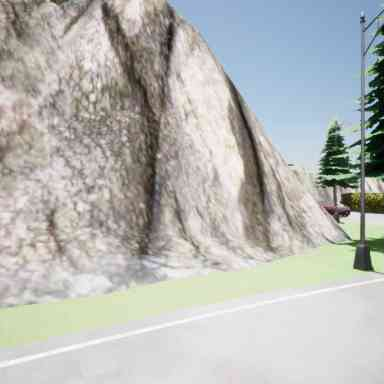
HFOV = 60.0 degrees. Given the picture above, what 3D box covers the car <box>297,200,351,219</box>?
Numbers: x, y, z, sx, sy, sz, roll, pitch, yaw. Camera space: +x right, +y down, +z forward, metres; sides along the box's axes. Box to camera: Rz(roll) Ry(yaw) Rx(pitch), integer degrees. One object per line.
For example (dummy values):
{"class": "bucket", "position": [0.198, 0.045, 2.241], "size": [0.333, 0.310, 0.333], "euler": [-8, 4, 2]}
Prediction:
{"class": "car", "position": [11.661, 1.478, 29.658], "size": [1.882, 1.535, 5.008], "euler": [0, 0, -26]}
